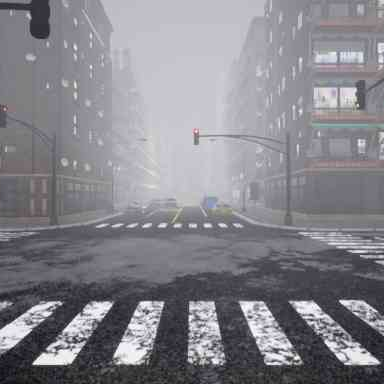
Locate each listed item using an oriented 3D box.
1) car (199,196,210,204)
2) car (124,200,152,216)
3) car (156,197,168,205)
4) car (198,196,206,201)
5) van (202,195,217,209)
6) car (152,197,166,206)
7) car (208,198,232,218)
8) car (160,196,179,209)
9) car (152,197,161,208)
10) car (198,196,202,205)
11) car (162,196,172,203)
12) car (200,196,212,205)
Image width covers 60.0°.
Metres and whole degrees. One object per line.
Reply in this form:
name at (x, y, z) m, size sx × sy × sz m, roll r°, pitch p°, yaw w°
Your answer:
car at (2.469, 1.604, 66.709) m, size 2.008 × 1.369 × 4.403 m, roll 1°, pitch 0°, yaw 0°
car at (-5.487, 1.565, 32.696) m, size 2.008 × 1.369 × 4.403 m, roll 1°, pitch 0°, yaw 0°
car at (-5.402, 1.627, 60.985) m, size 1.802 × 1.307 × 4.206 m, roll 1°, pitch 0°, yaw 0°
car at (2.443, 1.626, 83.677) m, size 1.887 × 1.381 × 4.507 m, roll 1°, pitch 0°, yaw 0°
van at (2.540, 1.366, 44.087) m, size 1.690 × 1.788 × 3.998 m, roll 1°, pitch 0°, yaw 0°
car at (-5.392, 1.563, 55.157) m, size 1.752 × 1.417 × 4.829 m, roll 1°, pitch 0°, yaw 0°
car at (2.656, 1.537, 30.253) m, size 1.752 × 1.417 × 4.829 m, roll 1°, pitch 0°, yaw 0°
car at (-2.821, 1.522, 44.935) m, size 1.837 × 1.490 × 4.892 m, roll 0°, pitch 0°, yaw 0°
car at (-5.385, 1.613, 49.670) m, size 1.802 × 1.307 × 4.206 m, roll 1°, pitch 0°, yaw 0°
car at (2.499, 1.346, 49.740) m, size 2.192 × 1.841 × 5.009 m, roll 1°, pitch 0°, yaw 0°
car at (-5.420, 1.612, 72.301) m, size 2.008 × 1.369 × 4.403 m, roll 1°, pitch 0°, yaw 0°
car at (2.479, 1.485, 61.053) m, size 1.967 × 1.590 × 4.097 m, roll 1°, pitch 0°, yaw 0°
